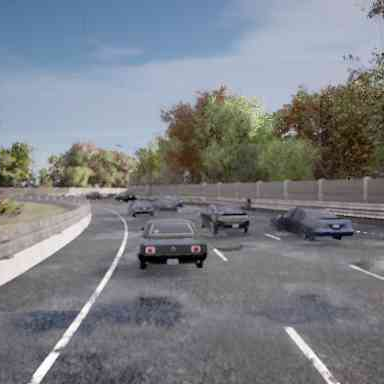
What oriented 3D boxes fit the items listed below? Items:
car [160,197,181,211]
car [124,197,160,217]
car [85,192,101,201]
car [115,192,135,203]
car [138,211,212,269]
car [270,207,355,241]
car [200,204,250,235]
[{"bbox_3d":[-3.048,1.410,35.954,1.994,1.385,4.181,0,0,-20],"label":"car"},{"bbox_3d":[-4.622,1.425,29.790,2.033,1.411,5.357,0,0,-17],"label":"car"},{"bbox_3d":[-23.208,0.933,77.893,2.150,2.045,5.566,0,0,-34],"label":"car"},{"bbox_3d":[-12.403,0.974,61.982,2.150,2.045,5.566,0,0,-33],"label":"car"},{"bbox_3d":[-0.745,1.553,11.041,1.895,1.301,4.718,0,0,-6],"label":"car"},{"bbox_3d":[5.604,1.460,16.296,2.033,1.411,5.357,0,0,-9],"label":"car"},{"bbox_3d":[1.656,1.405,18.324,2.128,1.511,4.902,0,0,-10],"label":"car"}]
